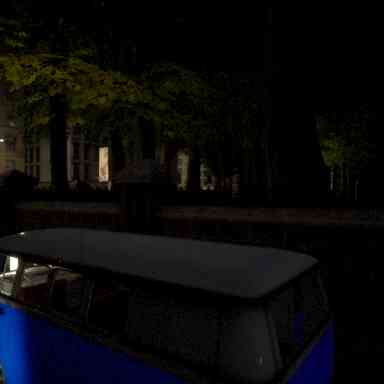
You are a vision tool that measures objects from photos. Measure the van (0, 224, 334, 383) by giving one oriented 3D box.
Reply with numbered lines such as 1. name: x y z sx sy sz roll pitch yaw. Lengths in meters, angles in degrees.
1. van: -0.687 1.341 3.351 3.998 1.788 1.690 0 0 36

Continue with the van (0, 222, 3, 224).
1. van: -5.278 1.340 6.657 3.998 1.788 1.690 0 0 36
